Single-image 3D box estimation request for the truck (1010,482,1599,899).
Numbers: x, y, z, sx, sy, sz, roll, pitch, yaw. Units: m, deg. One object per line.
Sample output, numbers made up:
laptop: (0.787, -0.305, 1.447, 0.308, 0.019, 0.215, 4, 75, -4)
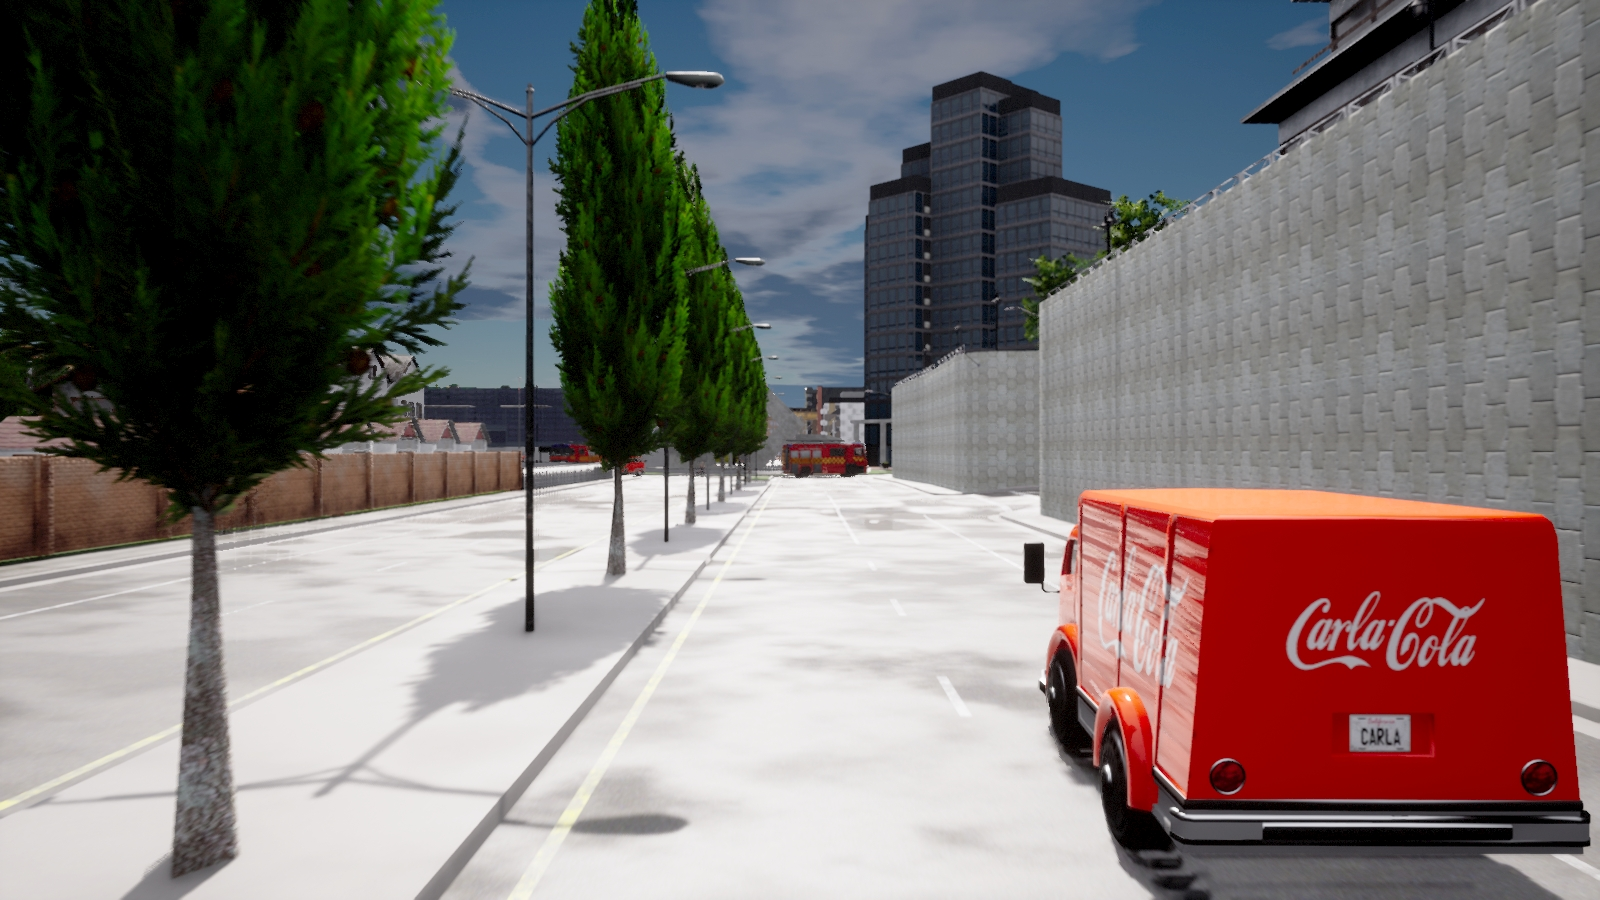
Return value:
truck: (3.469, 1.568, 9.272, 2.627, 2.467, 5.204, 0, 0, 1)
